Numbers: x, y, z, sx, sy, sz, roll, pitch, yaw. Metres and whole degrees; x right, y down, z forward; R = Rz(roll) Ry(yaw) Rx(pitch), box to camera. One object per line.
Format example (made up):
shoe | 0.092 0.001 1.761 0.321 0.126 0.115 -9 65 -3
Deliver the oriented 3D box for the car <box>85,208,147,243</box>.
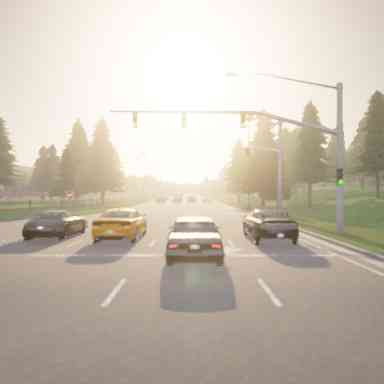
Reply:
car | -3.415 1.524 16.358 1.882 1.535 5.008 0 0 0

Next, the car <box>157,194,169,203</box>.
car | -7.042 1.707 76.242 1.837 1.490 4.892 0 0 0

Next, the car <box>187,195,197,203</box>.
car | -0.042 1.563 76.600 2.097 1.767 4.553 0 0 0

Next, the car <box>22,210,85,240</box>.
car | -6.915 1.613 17.188 1.994 1.385 4.181 0 0 0

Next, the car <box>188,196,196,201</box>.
car | -0.047 1.630 86.666 1.994 1.385 4.181 0 0 0

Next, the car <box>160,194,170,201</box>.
car | -7.047 1.433 86.633 2.097 1.767 4.553 0 0 0

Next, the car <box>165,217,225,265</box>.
car | 0.081 1.581 11.747 2.033 1.411 5.357 0 0 0

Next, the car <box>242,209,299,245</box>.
car | 3.584 1.537 15.823 2.128 1.511 4.902 0 0 0

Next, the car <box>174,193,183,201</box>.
car | -3.548 1.303 86.695 2.150 2.045 5.566 0 0 0

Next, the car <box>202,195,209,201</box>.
car | 3.453 1.601 86.668 1.812 1.442 4.674 0 0 0

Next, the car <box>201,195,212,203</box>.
car | 3.458 1.733 76.665 1.812 1.442 4.674 0 0 0

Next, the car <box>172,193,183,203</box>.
car | -3.542 1.685 76.244 1.882 1.535 5.008 0 0 0
